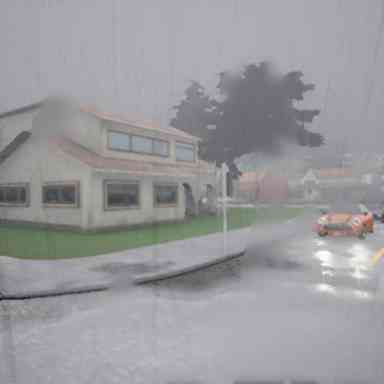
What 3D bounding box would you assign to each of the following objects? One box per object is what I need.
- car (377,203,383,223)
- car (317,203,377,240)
[{"bbox_3d":[14.230,1.585,26.028,2.033,1.411,5.357,-1,0,36],"label":"car"},{"bbox_3d":[8.131,1.389,17.537,2.097,1.767,4.553,-1,0,35],"label":"car"}]
